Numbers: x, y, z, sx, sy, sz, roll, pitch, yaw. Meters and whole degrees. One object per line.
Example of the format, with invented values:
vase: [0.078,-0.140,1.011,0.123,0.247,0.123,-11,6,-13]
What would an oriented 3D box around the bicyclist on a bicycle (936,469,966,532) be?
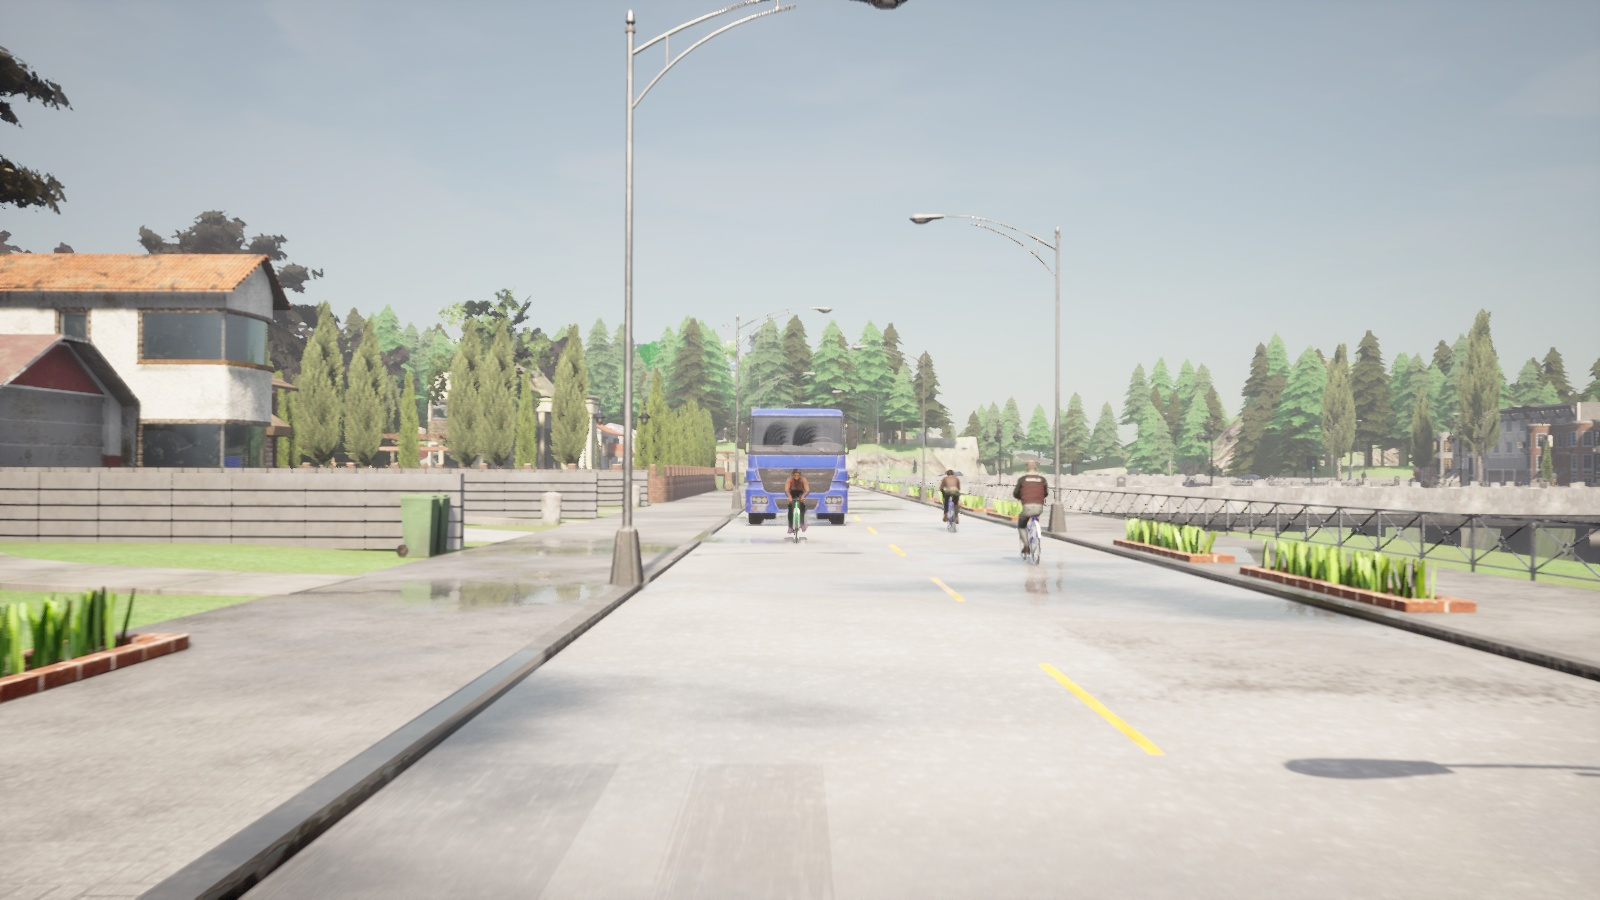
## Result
bicyclist on a bicycle: [3.923,1.300,32.741,0.582,1.620,1.656,0,-1,0]

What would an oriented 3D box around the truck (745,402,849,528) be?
truck: [-0.095,0.483,38.784,2.891,3.462,7.936,0,-1,0]

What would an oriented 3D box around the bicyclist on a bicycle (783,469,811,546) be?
bicyclist on a bicycle: [-0.065,1.225,27.342,0.582,1.620,1.656,0,-1,0]

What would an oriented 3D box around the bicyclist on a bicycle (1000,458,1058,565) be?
bicyclist on a bicycle: [3.949,1.034,21.750,0.659,1.776,1.843,0,-1,0]
